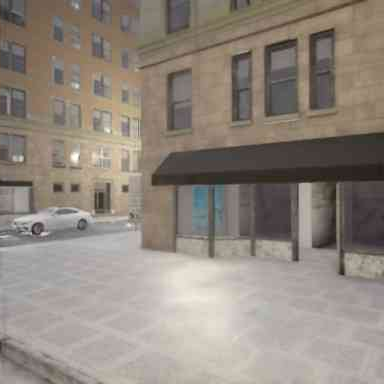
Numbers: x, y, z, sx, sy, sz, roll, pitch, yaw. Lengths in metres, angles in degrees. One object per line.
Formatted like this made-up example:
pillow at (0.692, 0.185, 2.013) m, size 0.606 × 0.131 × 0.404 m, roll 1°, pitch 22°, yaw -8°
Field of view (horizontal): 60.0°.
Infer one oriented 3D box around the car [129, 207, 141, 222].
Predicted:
car at (-2.976, 1.457, 26.940) m, size 2.097 × 1.767 × 4.553 m, roll 0°, pitch 0°, yaw 36°

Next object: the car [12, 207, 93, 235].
car at (-8.136, 1.614, 19.772) m, size 1.812 × 1.442 × 4.674 m, roll 0°, pitch 0°, yaw 36°
